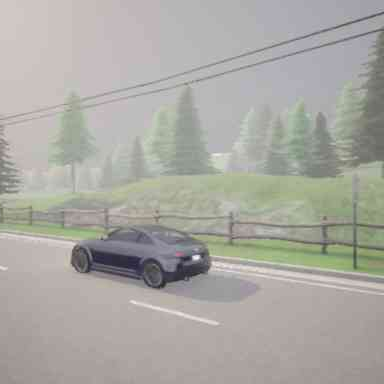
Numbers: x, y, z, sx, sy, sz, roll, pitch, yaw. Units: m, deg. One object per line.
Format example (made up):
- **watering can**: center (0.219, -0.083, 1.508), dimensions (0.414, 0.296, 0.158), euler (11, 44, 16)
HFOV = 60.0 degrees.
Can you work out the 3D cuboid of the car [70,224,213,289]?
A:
- **car**: center (-1.516, 1.604, 9.377), dimensions (4.181, 1.385, 1.994), euler (0, 0, 36)
